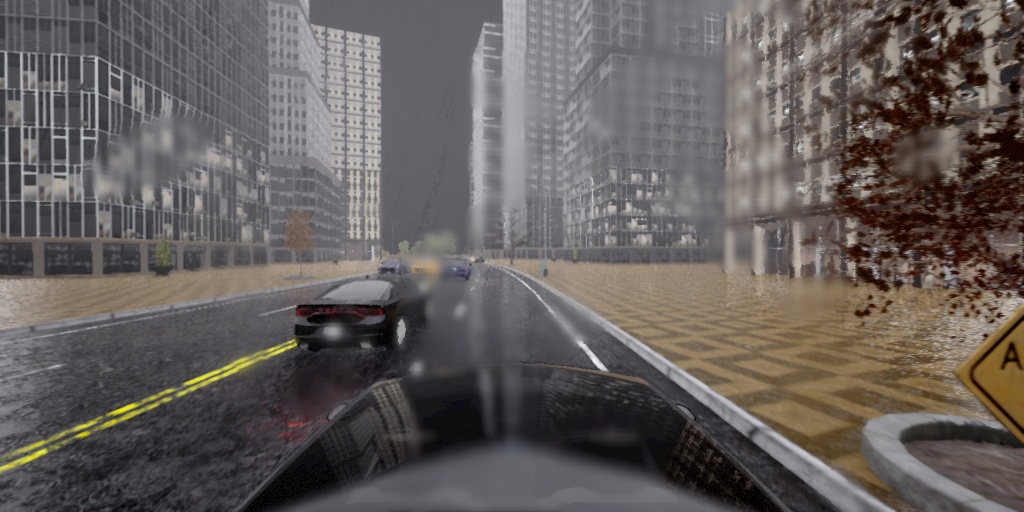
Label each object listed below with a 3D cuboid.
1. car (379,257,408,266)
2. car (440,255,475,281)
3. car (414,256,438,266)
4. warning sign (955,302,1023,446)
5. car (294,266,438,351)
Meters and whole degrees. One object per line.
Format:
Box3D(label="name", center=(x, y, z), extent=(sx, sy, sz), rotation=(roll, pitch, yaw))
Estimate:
Box3D(label="car", center=(-11.543, 0.941, 35.108), extent=(2.097, 1.767, 4.553), rotation=(0, 0, -5))
Box3D(label="car", center=(-4.237, 0.970, 28.151), extent=(2.097, 1.767, 4.553), rotation=(0, 0, -4))
Box3D(label="car", center=(-8.197, 1.068, 34.256), extent=(1.882, 1.535, 5.008), rotation=(0, 0, -5))
Box3D(label="warning sign", center=(2.857, 0.863, 1.824), extent=(1.300, 1.860, 1.060), rotation=(0, 0, 0))
Box3D(label="car", center=(-3.299, 1.194, 8.975), extent=(1.882, 1.535, 5.008), rotation=(0, 1, -1))
